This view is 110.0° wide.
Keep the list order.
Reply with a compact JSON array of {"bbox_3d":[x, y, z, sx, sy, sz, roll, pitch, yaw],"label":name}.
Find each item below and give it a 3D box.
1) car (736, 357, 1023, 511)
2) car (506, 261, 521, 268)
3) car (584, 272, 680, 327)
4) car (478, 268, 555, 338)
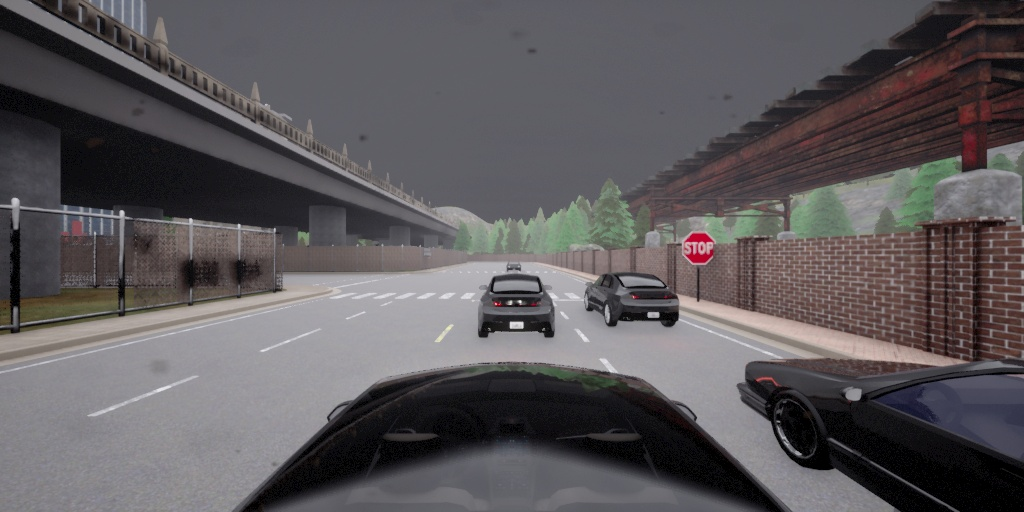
[{"bbox_3d":[3.600,1.297,1.798,2.033,1.411,5.357,0,0,0],"label":"car"},{"bbox_3d":[0.222,1.350,46.350,1.895,1.301,4.718,0,0,-1],"label":"car"},{"bbox_3d":[3.608,1.255,11.545,1.837,1.490,4.892,0,0,0],"label":"car"},{"bbox_3d":[0.105,1.255,10.188,1.837,1.490,4.892,0,0,0],"label":"car"}]
